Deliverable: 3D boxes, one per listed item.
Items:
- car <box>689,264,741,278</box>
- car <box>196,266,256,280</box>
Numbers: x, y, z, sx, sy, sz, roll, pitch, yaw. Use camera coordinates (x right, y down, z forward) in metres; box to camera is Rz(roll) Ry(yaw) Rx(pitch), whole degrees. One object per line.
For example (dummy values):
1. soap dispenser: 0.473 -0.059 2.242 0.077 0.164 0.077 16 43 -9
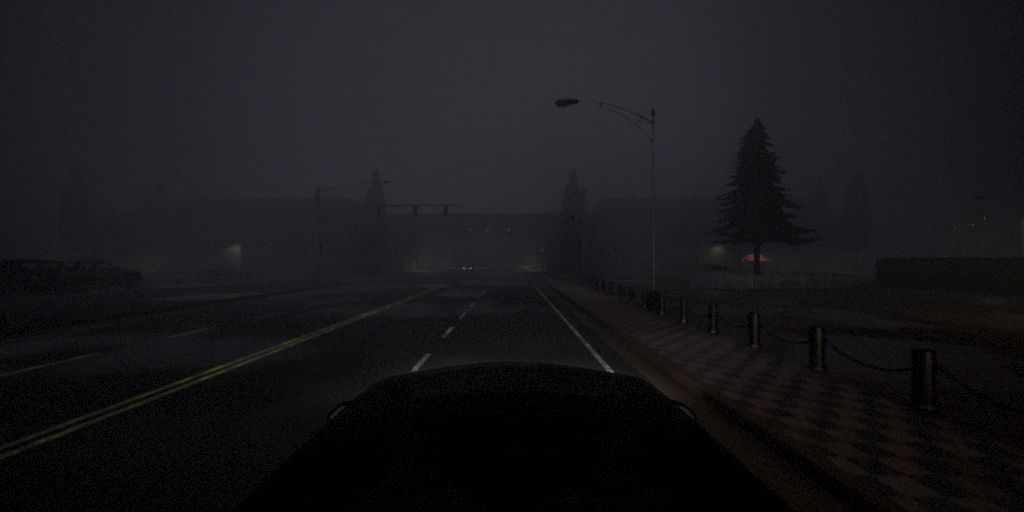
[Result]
1. car: 20.053 1.559 35.386 5.008 1.535 1.882 1 -1 0
2. car: -28.033 1.663 35.296 4.718 1.301 1.895 0 -1 2
